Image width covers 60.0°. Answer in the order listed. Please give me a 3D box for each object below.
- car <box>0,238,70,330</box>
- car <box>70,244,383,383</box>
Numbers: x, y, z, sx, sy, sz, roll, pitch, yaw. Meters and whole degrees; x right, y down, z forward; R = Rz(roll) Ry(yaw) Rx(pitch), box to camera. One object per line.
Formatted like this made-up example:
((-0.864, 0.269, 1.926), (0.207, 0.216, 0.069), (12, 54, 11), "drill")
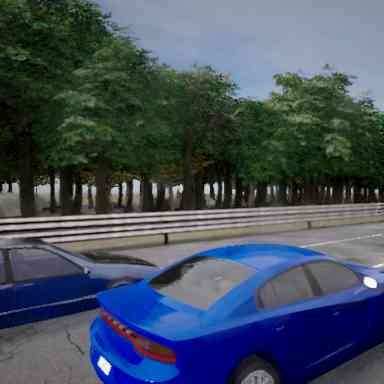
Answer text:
((-3.144, 1.546, 5.805), (5.357, 1.411, 2.033), (0, 0, -36), "car")
((1.183, 1.471, 4.592), (5.008, 1.535, 1.882), (0, 0, -36), "car")
